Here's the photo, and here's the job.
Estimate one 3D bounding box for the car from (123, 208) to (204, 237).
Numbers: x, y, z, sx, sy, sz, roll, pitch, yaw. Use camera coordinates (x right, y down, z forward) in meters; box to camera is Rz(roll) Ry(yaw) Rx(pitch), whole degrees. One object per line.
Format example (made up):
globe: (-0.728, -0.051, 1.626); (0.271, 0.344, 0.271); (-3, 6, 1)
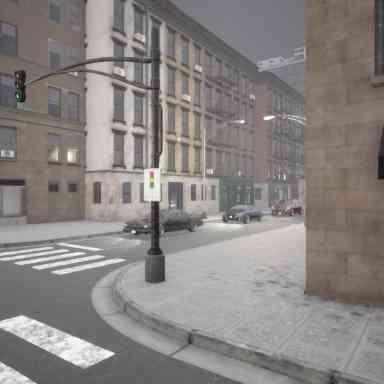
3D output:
car: (-1.391, 1.631, 18.870); (2.033, 1.411, 5.357); (0, 0, 35)

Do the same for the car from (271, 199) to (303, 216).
car: (9.985, 1.539, 34.792); (2.097, 1.767, 4.553); (0, 0, 35)

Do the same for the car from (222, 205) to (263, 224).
car: (4.065, 1.696, 26.509); (1.994, 1.385, 4.181); (0, 0, 36)
